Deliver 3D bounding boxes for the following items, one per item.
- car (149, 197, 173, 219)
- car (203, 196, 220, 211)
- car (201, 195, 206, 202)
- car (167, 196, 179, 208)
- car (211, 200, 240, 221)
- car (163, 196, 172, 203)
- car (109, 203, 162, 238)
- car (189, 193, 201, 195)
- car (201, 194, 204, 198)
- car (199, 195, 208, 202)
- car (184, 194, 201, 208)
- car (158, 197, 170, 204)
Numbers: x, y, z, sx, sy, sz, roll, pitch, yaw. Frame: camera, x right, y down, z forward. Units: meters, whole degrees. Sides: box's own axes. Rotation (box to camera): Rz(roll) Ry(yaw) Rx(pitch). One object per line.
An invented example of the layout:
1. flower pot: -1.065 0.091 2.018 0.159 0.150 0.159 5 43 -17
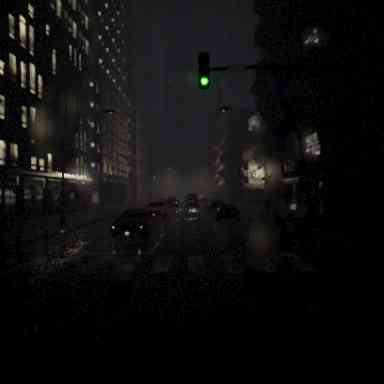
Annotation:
1. car: -3.124 1.535 29.779 1.882 1.535 5.008 -1 0 1
2. car: 2.679 1.501 38.808 2.008 1.369 4.403 -1 0 0
3. car: 2.681 1.507 44.456 2.008 1.369 4.403 -1 0 0
4. car: -3.045 1.426 49.251 2.097 1.767 4.553 -1 0 1
5. car: 2.728 1.520 25.891 1.802 1.307 4.206 -1 0 0
6. car: -5.693 1.709 78.349 1.887 1.381 4.507 -1 0 0
7. car: -3.114 1.595 18.556 2.033 1.411 5.357 -1 0 0
8. car: -0.013 1.246 58.522 2.150 2.045 5.566 -1 0 0
9. car: 2.685 1.571 72.699 1.802 1.307 4.206 -1 0 0
10. car: 2.683 1.438 78.348 1.967 1.590 4.097 -1 0 0
11. car: -0.010 1.518 48.075 1.837 1.490 4.892 -1 0 0
12. car: -5.695 1.699 67.052 2.008 1.369 4.403 -1 0 0
